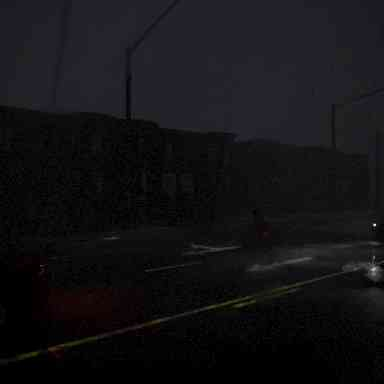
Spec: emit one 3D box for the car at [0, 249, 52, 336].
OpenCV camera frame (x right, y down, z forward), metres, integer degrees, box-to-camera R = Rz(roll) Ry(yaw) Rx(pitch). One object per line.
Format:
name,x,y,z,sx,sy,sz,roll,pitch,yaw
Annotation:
car,-4.760,1.478,4.847,5.008,1.535,1.882,0,0,-36

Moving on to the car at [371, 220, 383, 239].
car,10.599,1.601,16.016,4.718,1.301,1.895,0,0,-36

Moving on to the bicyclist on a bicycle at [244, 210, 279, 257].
bicyclist on a bicycle,2.419,1.454,11.801,0.582,1.620,1.656,0,-2,-36
